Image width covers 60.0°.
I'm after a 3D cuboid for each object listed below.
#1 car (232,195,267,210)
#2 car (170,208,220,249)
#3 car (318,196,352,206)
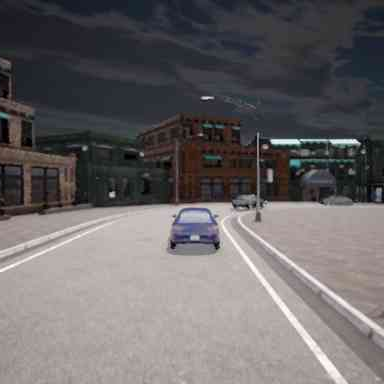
[{"bbox_3d":[6.075,1.053,34.533,2.128,1.511,4.902,1,1,41],"label":"car"},{"bbox_3d":[0.138,1.369,13.730,1.812,1.442,4.674,0,1,1],"label":"car"},{"bbox_3d":[19.386,1.165,45.033,4.181,1.385,1.994,1,1,-5],"label":"car"}]
